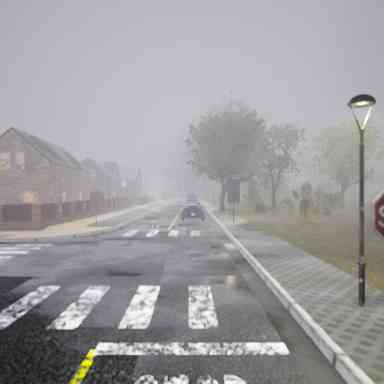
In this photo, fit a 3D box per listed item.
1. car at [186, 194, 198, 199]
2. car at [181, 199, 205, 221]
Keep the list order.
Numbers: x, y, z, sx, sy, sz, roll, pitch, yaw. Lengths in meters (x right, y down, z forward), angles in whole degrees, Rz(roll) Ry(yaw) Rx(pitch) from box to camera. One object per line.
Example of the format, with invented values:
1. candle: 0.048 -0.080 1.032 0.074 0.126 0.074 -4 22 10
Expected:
1. car: -0.018 1.402 66.204 2.150 2.045 5.566 0 0 0
2. car: 0.081 1.570 27.977 1.812 1.442 4.674 0 0 0
